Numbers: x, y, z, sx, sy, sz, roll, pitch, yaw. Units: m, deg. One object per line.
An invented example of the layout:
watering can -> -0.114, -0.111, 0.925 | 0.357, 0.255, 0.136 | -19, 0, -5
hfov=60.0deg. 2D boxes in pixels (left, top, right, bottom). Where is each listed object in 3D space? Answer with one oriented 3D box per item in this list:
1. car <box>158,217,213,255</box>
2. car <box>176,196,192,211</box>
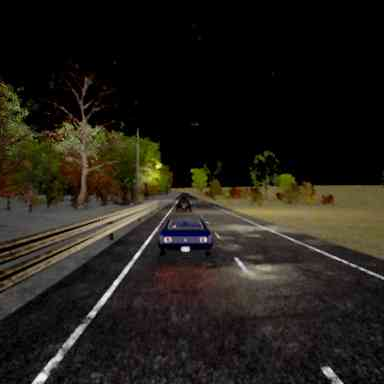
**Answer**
car -> -0.274, 1.662, 13.492 | 1.895, 1.301, 4.718 | 0, 0, -1
car -> -1.041, 1.691, 43.359 | 1.882, 1.535, 5.008 | 0, -1, -1
